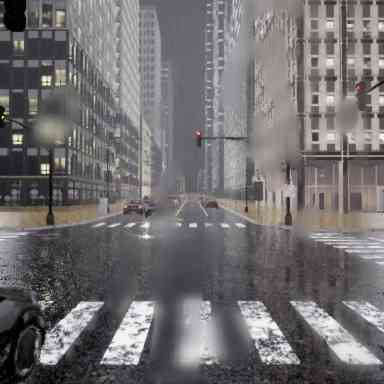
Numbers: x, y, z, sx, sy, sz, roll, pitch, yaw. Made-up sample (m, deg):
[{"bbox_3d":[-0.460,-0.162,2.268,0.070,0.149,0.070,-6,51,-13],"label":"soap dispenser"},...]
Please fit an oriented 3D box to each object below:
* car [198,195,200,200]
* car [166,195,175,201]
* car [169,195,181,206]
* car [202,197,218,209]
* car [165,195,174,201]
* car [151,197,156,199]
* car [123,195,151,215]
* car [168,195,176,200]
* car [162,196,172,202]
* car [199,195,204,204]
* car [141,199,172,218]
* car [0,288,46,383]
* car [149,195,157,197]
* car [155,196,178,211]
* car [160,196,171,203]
[{"bbox_3d":[2.647,1.590,61.770,1.947,1.339,4.313,1,0,0],"label":"car"},{"bbox_3d":[-5.758,1.587,89.568,2.008,1.369,4.403,1,0,0],"label":"car"},{"bbox_3d":[-3.135,1.371,49.909,2.097,1.767,4.553,0,0,0],"label":"car"},{"bbox_3d":[2.662,1.599,45.037,1.802,1.307,4.206,1,0,0],"label":"car"},{"bbox_3d":[-5.753,1.578,83.993,1.887,1.381,4.507,1,0,0],"label":"car"},{"bbox_3d":[-5.713,1.597,39.392,1.802,1.307,4.206,1,0,0],"label":"car"},{"bbox_3d":[-5.705,1.453,33.817,1.967,1.590,4.097,1,0,0],"label":"car"},{"bbox_3d":[-5.764,1.605,95.144,1.947,1.339,4.313,1,0,0],"label":"car"},{"bbox_3d":[-5.748,1.582,78.418,2.008,1.369,4.403,1,0,0],"label":"car"},{"bbox_3d":[2.653,1.547,56.362,1.752,1.417,4.829,1,0,0],"label":"car"},{"bbox_3d":[-3.127,1.612,30.313,1.895,1.301,4.718,0,0,0],"label":"car"},{"bbox_3d":[-2.988,1.565,2.681,1.994,1.385,4.181,0,0,3],"label":"car"},{"bbox_3d":[-5.713,1.332,44.967,2.192,1.841,5.009,1,0,0],"label":"car"},{"bbox_3d":[-3.132,1.562,39.879,2.033,1.411,5.357,0,0,0],"label":"car"},{"bbox_3d":[-5.743,1.573,72.843,1.887,1.381,4.507,1,0,0],"label":"car"}]
